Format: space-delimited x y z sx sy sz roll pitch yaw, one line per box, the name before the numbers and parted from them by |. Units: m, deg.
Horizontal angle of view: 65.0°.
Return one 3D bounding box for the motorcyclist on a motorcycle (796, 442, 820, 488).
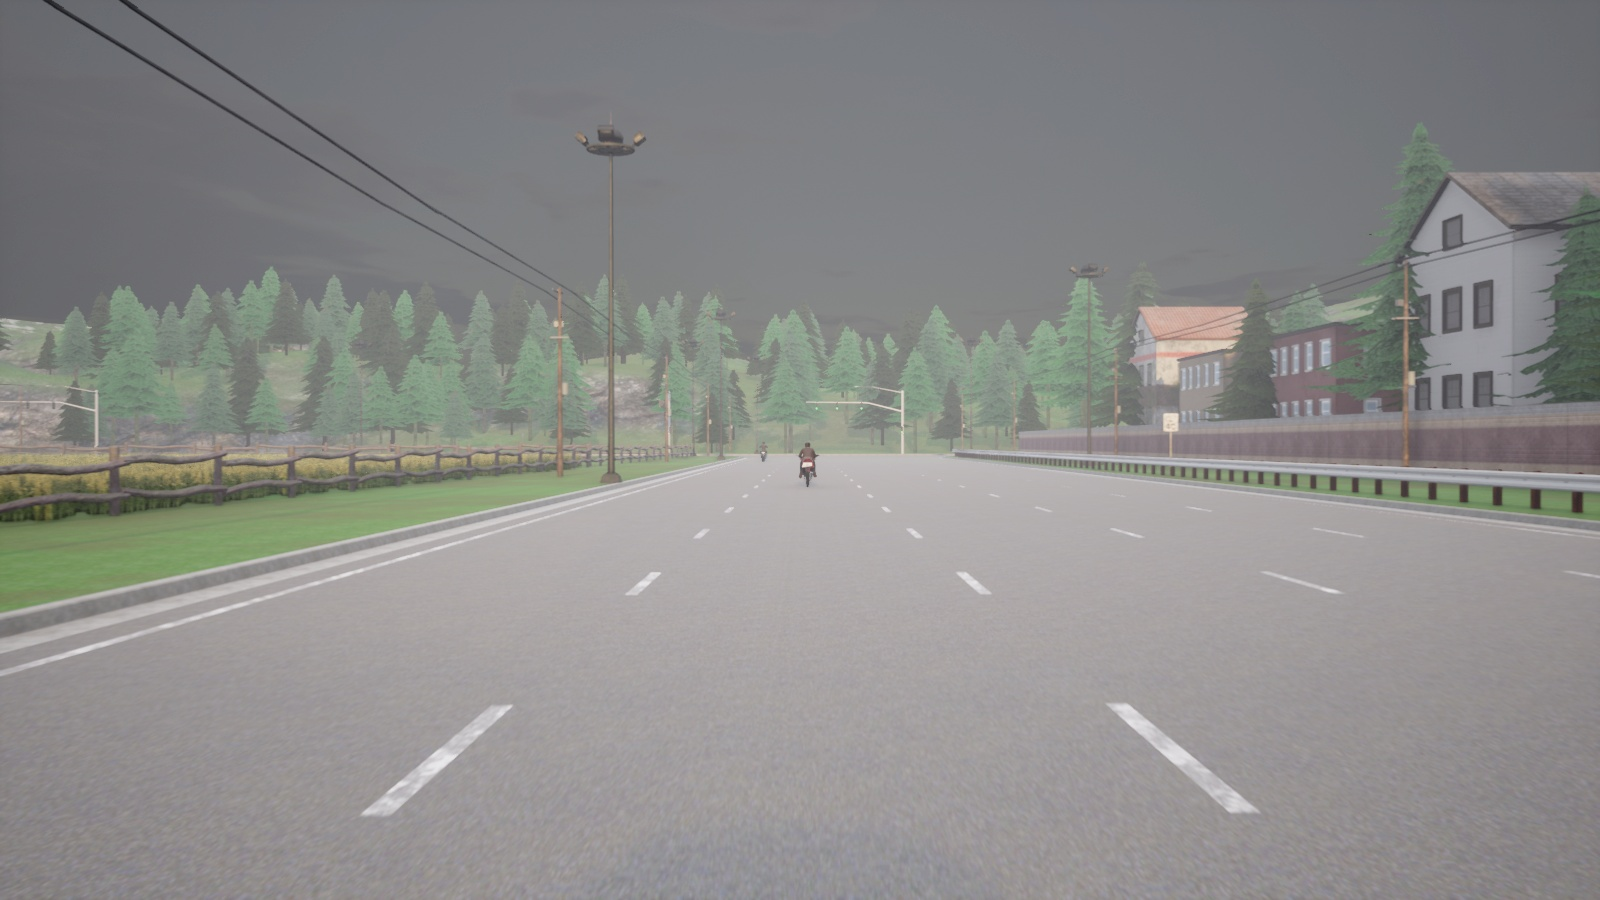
motorcyclist on a motorcycle | 0.260 0.488 42.757 0.797 1.523 2.044 0 0 0
